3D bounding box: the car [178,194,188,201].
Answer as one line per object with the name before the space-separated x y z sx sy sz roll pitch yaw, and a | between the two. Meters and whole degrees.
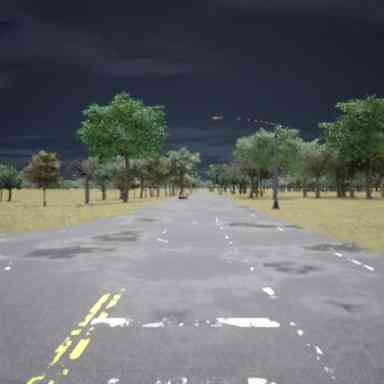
car | -1.902 1.085 69.514 1.895 1.301 4.718 0 1 2
